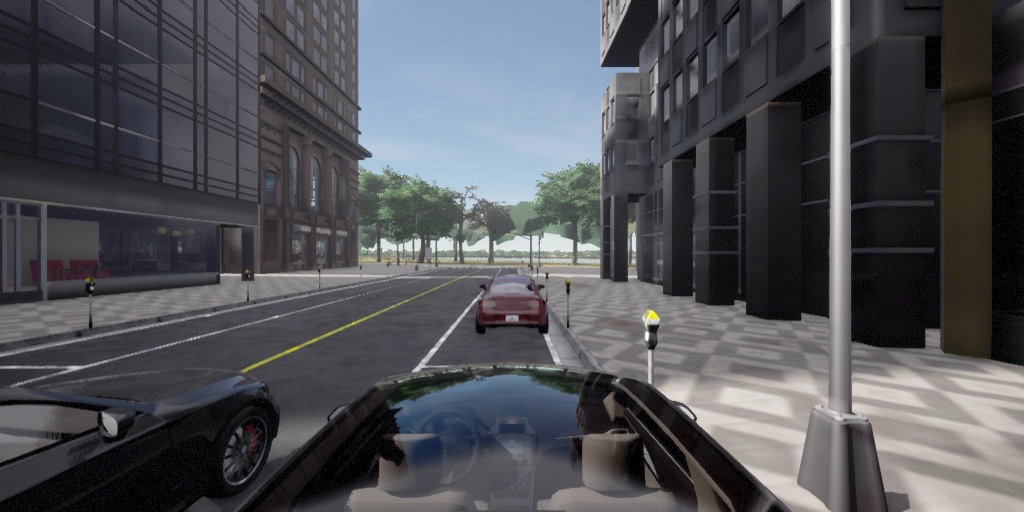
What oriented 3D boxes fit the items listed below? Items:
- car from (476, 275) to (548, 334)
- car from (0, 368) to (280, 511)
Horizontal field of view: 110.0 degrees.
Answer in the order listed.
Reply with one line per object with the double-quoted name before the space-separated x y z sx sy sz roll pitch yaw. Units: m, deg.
"car" 0.003 1.266 10.500 1.812 1.442 4.674 0 0 0
"car" -3.145 1.269 1.500 1.812 1.442 4.674 0 0 0
